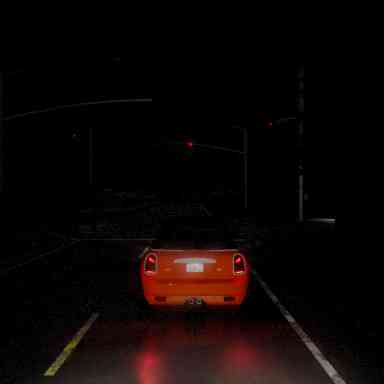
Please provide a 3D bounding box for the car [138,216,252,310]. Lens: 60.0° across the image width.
[{"bbox_3d":[0.058,1.352,7.974,2.097,1.767,4.553,0,0,0],"label":"car"}]
